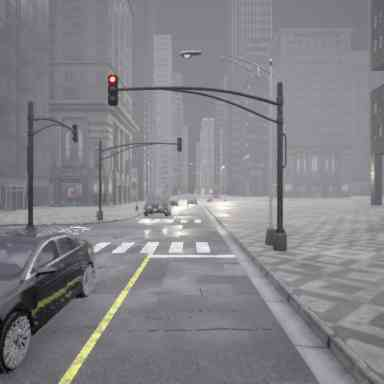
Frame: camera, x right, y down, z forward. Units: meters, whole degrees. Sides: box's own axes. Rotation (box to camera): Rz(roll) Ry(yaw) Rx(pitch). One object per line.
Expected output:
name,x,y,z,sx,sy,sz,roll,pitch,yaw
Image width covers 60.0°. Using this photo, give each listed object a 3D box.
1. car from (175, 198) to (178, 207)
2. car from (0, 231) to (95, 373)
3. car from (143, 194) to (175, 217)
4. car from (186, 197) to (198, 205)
car,-3.065,1.608,50.470,1.895,1.301,4.718,0,0,0
car,-3.100,1.491,5.688,2.128,1.511,4.902,0,0,0
car,-3.135,1.222,31.514,2.150,2.045,5.566,0,0,2
car,0.026,1.559,57.639,2.033,1.411,5.357,0,0,0
